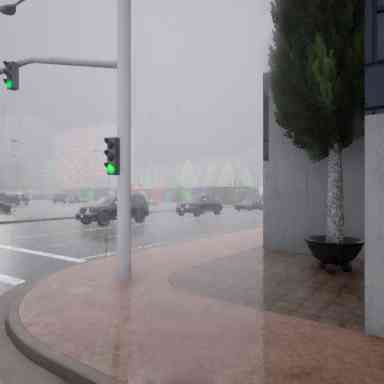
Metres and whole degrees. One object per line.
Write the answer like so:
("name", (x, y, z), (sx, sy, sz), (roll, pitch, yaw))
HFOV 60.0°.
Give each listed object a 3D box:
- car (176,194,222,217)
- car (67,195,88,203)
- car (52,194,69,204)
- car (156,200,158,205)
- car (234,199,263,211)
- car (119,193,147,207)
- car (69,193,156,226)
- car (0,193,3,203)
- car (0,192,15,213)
("car", (0.797, 1.221, 32.131), (2.150, 2.045, 5.566), (0, 0, 37))
("car", (-21.366, 1.364, 62.171), (3.905, 1.438, 1.784), (0, 0, 35))
("car", (-23.097, 1.153, 59.848), (4.605, 1.855, 1.932), (0, 0, 35))
("car", (-7.119, 1.395, 52.067), (3.806, 1.475, 1.970), (0, 0, 35))
("car", (7.204, 1.547, 40.640), (2.033, 1.411, 5.357), (0, 0, 37))
("car", (-8.805, 1.156, 49.713), (3.866, 1.878, 1.905), (0, 0, 35))
("car", (-5.479, 1.221, 23.733), (2.150, 2.045, 5.566), (0, 0, 36))
("car", (-38.588, 1.153, 64.051), (4.605, 1.855, 1.932), (0, 0, 35))
("car", (-20.145, 1.156, 33.698), (3.866, 1.878, 1.905), (0, 0, 35))
